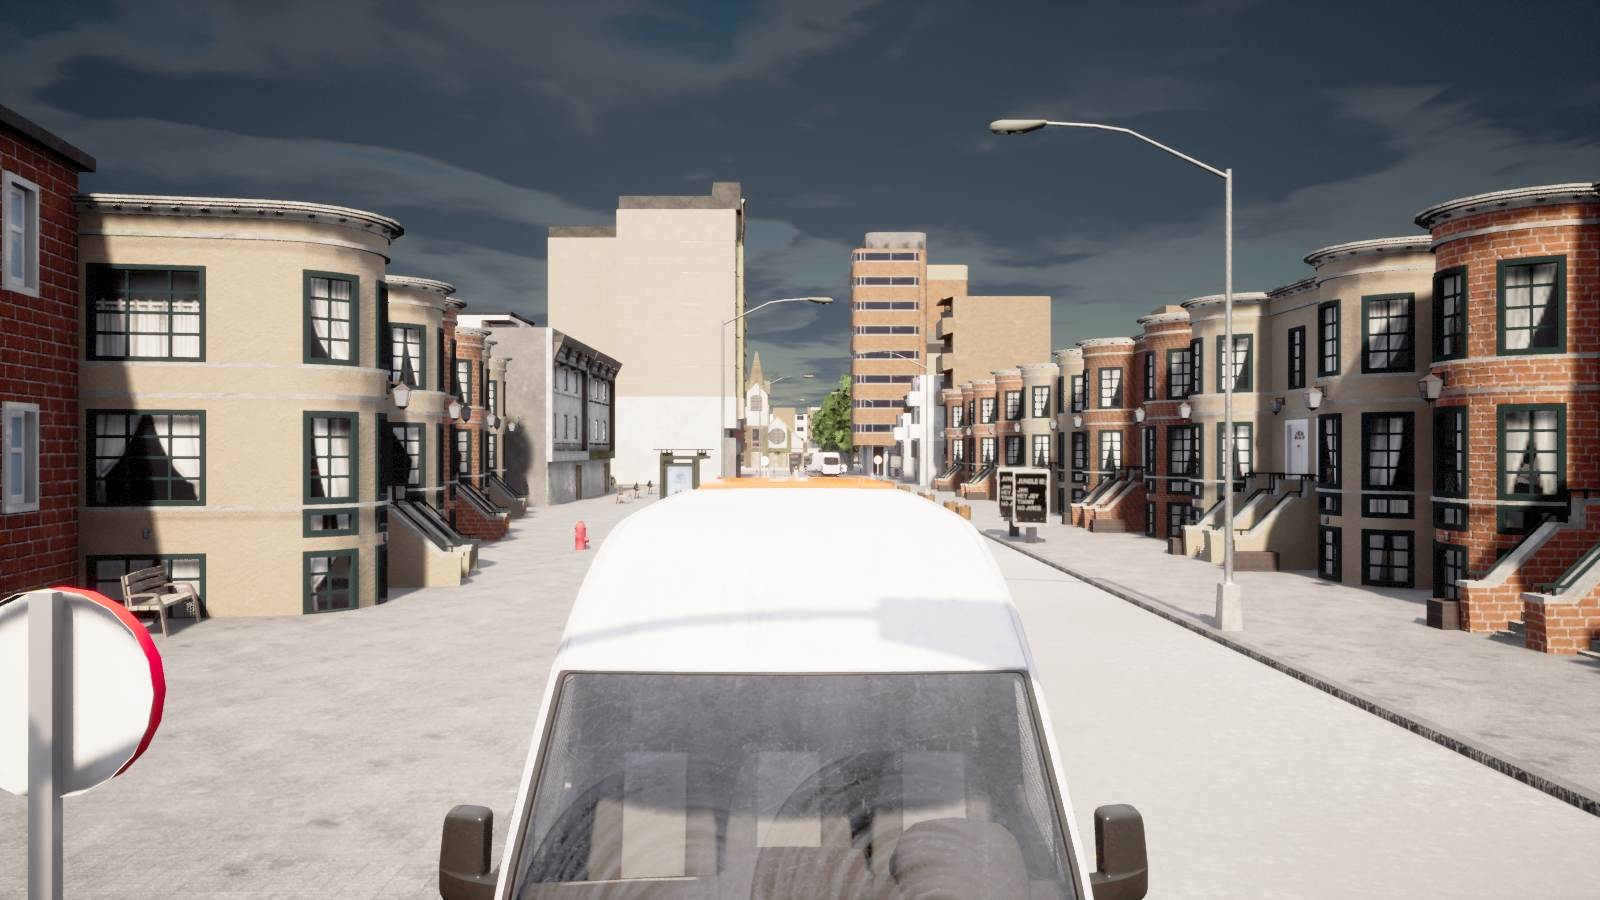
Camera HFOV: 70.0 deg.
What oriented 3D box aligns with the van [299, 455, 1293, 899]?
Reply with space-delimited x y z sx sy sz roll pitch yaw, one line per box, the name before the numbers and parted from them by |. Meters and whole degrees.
van | -0.019 1.314 5.243 1.988 2.561 5.915 0 0 0
